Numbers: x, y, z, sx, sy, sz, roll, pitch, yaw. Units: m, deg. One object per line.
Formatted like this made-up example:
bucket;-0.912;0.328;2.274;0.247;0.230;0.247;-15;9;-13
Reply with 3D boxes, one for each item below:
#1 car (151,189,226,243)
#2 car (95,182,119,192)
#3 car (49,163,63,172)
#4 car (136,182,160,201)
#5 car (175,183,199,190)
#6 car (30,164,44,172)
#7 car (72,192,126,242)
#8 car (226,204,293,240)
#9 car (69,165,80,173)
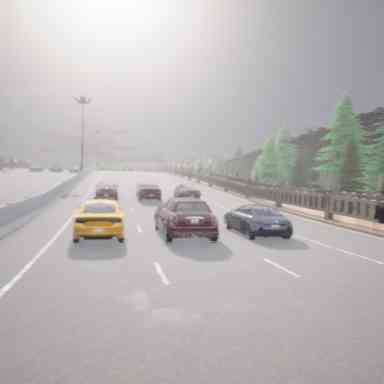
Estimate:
car;-0.383;1.005;14.600;2.097;1.767;4.553;1;3;-13
car;-7.216;-0.163;28.274;1.812;1.442;4.674;1;6;-13
car;-26.801;-4.827;65.527;2.097;1.767;4.553;1;6;-13
car;-3.831;-0.168;29.171;1.882;1.535;5.008;1;6;-13
car;-0.409;-0.059;29.900;1.812;1.442;4.674;1;6;-13
car;-30.237;-4.723;64.839;1.812;1.442;4.674;1;6;-13
car;-3.875;1.057;14.162;1.882;1.535;5.008;1;3;-13
car;2.970;1.260;15.618;1.994;1.385;4.181;1;3;-13
car;-23.396;-4.602;66.325;2.128;1.511;4.902;1;6;-13
